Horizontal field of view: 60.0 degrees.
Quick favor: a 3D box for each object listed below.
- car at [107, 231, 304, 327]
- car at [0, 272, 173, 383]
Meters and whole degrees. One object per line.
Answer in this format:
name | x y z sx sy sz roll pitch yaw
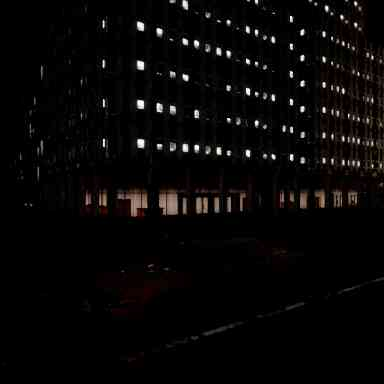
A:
car | 0.275 1.525 6.757 4.829 1.417 1.752 0 0 -36
car | -2.714 1.478 1.318 5.008 1.535 1.882 0 0 -36
